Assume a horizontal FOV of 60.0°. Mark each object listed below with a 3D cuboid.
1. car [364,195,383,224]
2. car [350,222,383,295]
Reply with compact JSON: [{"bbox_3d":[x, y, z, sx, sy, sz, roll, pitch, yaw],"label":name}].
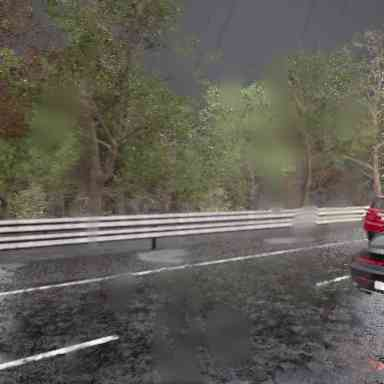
[{"bbox_3d":[10.037,1.225,15.048,5.566,2.045,2.150,1,5,-35],"label":"car"},{"bbox_3d":[5.598,1.554,7.693,4.892,1.490,1.837,0,0,-35],"label":"car"}]
